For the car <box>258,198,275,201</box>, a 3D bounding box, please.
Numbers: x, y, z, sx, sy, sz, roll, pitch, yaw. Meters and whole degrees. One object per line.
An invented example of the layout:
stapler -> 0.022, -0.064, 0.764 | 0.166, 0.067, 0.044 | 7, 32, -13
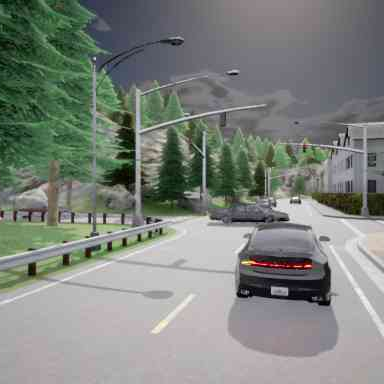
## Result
car -> 8.786, 1.564, 41.075 | 1.994, 1.385, 4.181 | 0, 0, 18

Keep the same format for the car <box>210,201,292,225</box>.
car -> 3.968, 1.555, 23.081 | 5.357, 1.411, 2.033 | 0, 0, 17

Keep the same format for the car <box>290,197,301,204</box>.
car -> 19.446, 1.564, 62.498 | 1.994, 1.385, 4.181 | 0, 0, 18

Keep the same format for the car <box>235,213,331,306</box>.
car -> 2.269, 1.505, 8.188 | 1.837, 1.490, 4.892 | 0, 0, 17

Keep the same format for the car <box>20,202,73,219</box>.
car -> -12.310, 1.541, 28.108 | 4.674, 1.442, 1.812 | 0, 0, 17
